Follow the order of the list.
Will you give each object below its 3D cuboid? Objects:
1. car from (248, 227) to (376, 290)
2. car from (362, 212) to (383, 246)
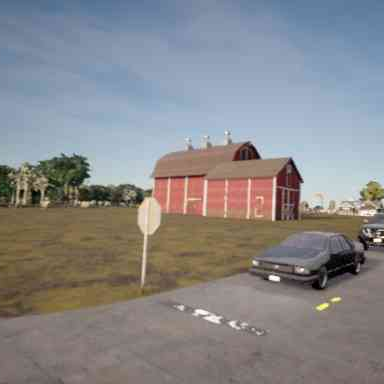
[{"bbox_3d":[3.995,2.010,10.768,2.033,1.411,5.357,-1,-3,43],"label":"car"},{"bbox_3d":[11.040,2.139,18.326,2.150,2.045,5.566,-1,-3,44],"label":"car"}]
